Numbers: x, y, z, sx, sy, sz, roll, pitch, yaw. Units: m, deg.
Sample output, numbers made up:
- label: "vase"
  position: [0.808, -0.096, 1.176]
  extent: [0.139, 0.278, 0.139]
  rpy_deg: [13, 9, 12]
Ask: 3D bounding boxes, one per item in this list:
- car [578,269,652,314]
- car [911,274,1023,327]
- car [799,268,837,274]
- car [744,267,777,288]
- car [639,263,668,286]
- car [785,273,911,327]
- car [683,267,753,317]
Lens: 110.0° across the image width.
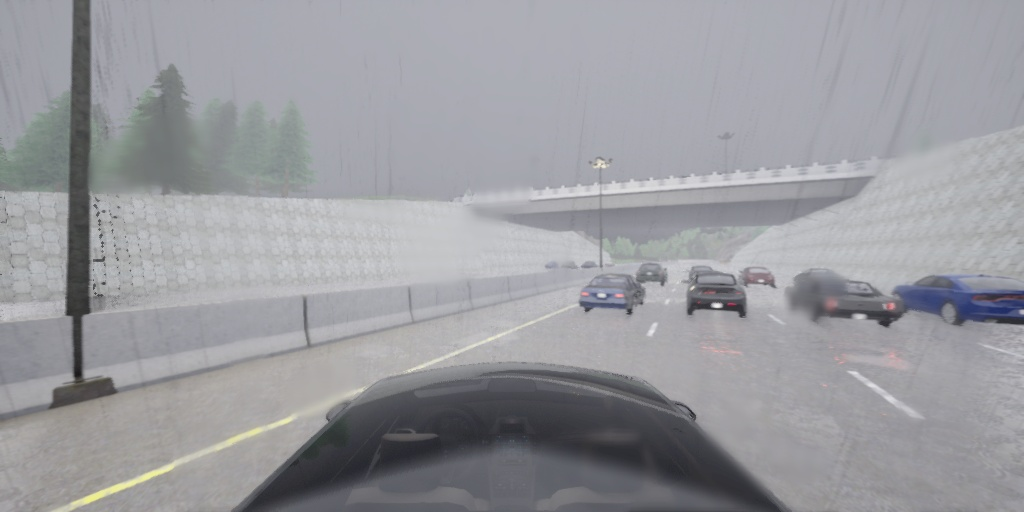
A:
- label: "car"
  position: [4.202, 1.420, 14.559]
  extent: [2.033, 1.411, 5.357]
  rpy_deg: [0, -1, 27]
- label: "car"
  position: [14.401, 1.309, 11.452]
  extent: [1.882, 1.535, 5.008]
  rpy_deg: [0, 0, 27]
- label: "car"
  position: [20.729, 1.516, 24.256]
  extent: [1.994, 1.385, 4.181]
  rpy_deg: [0, -1, 27]
- label: "car"
  position: [17.754, 1.498, 26.127]
  extent: [1.812, 1.442, 4.674]
  rpy_deg: [0, 0, 27]
- label: "car"
  position: [11.268, 1.357, 28.815]
  extent: [2.097, 1.767, 4.553]
  rpy_deg: [0, -1, 27]
- label: "car"
  position: [10.809, 1.443, 12.109]
  extent: [1.895, 1.301, 4.718]
  rpy_deg: [0, -1, 27]
- label: "car"
  position: [7.787, 1.369, 13.887]
  extent: [1.837, 1.490, 4.892]
  rpy_deg: [0, 0, 27]
